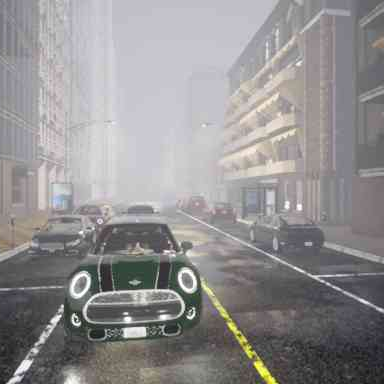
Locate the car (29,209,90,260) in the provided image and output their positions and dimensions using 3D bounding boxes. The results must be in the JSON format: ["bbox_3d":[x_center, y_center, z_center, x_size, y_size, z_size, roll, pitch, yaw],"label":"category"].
[{"bbox_3d":[-4.611,1.551,12.295,2.008,1.369,4.403,0,0,-9],"label":"car"}]

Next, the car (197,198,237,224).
[{"bbox_3d":[1.927,1.443,24.749,1.967,1.590,4.097,0,0,-9],"label":"car"}]

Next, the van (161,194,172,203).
[{"bbox_3d":[-5.038,1.371,69.398,1.690,1.788,3.998,0,0,-9],"label":"van"}]

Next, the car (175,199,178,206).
[{"bbox_3d":[-0.685,1.591,41.493,1.802,1.307,4.206,0,0,-9],"label":"car"}]

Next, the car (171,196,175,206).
[{"bbox_3d":[-1.555,1.593,47.074,1.802,1.307,4.206,0,0,-9],"label":"car"}]

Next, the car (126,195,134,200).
[{"bbox_3d":[-16.800,1.492,90.432,1.967,1.590,4.097,0,0,-9],"label":"car"}]

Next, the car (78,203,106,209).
[{"bbox_3d":[-5.483,1.442,17.877,1.967,1.590,4.097,0,0,-9],"label":"car"}]

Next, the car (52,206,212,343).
[{"bbox_3d":[-1.135,1.352,6.818,2.097,1.767,4.553,0,0,-9],"label":"car"}]

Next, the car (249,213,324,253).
[{"bbox_3d":[3.669,1.551,13.588,2.008,1.369,4.403,0,0,-9],"label":"car"}]

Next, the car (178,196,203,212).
[{"bbox_3d":[0.187,1.322,35.912,2.192,1.841,5.009,0,0,-9],"label":"car"}]

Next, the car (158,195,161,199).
[{"bbox_3d":[-5.908,1.601,74.979,1.947,1.339,4.313,0,0,-9],"label":"car"}]

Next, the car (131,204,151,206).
[{"bbox_3d":[-2.986,1.480,19.354,1.882,1.535,5.008,0,0,-9],"label":"car"}]

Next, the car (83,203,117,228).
[{"bbox_3d":[-6.327,1.529,23.290,1.752,1.417,4.829,0,0,-9],"label":"car"}]
